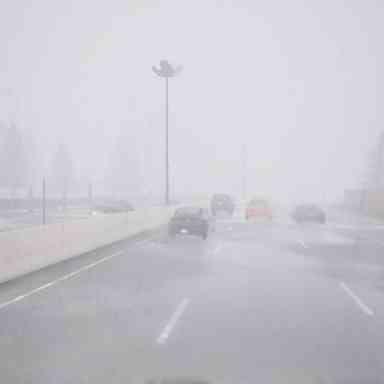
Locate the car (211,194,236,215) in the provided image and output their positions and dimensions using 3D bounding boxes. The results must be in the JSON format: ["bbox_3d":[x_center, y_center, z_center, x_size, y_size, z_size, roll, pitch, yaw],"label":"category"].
[{"bbox_3d":[3.230,1.222,34.378,2.150,2.045,5.566,0,0,11],"label":"car"}]

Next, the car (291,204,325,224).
[{"bbox_3d":[8.602,1.563,24.915,1.994,1.385,4.181,0,0,10],"label":"car"}]

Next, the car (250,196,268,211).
[{"bbox_3d":[8.470,1.351,41.759,2.097,1.767,4.553,0,0,14],"label":"car"}]

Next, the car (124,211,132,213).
[{"bbox_3d":[-7.615,1.563,34.335,1.994,1.385,4.181,0,0,11],"label":"car"}]

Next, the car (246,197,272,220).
[{"bbox_3d":[5.700,1.351,28.510,2.097,1.767,4.553,0,0,10],"label":"car"}]

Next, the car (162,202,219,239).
[{"bbox_3d":[0.095,1.503,17.285,1.837,1.490,4.892,0,0,10],"label":"car"}]
